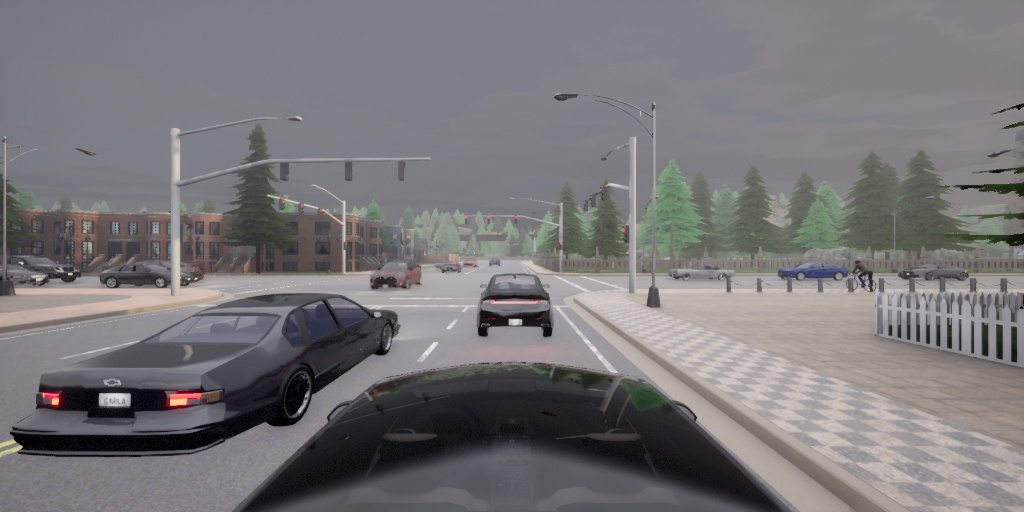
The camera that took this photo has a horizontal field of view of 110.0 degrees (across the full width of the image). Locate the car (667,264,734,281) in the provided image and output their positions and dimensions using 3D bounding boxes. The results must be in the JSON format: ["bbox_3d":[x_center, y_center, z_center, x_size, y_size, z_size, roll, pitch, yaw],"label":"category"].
[{"bbox_3d":[15.572,1.351,29.764,4.718,1.301,1.895,0,0,0],"label":"car"}]

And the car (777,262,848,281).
[{"bbox_3d":[24.864,1.228,29.750,5.008,1.535,1.882,0,0,0],"label":"car"}]

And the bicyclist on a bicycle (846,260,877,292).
[{"bbox_3d":[18.255,1.052,18.777,0.582,1.620,1.656,0,0,0],"label":"bicyclist on a bicycle"}]

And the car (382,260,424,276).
[{"bbox_3d":[-11.414,1.227,37.892,1.882,1.535,5.008,1,0,15],"label":"car"}]

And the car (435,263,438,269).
[{"bbox_3d":[-10.564,1.351,55.526,1.895,1.301,4.718,0,0,0],"label":"car"}]

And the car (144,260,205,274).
[{"bbox_3d":[-25.583,1.102,26.403,4.553,1.767,2.097,0,0,-2],"label":"car"}]

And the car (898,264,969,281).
[{"bbox_3d":[34.838,1.314,29.724,4.181,1.385,1.994,0,0,1],"label":"car"}]

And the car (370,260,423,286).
[{"bbox_3d":[-7.093,1.102,22.330,2.097,1.767,4.553,0,0,0],"label":"car"}]

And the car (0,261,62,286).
[{"bbox_3d":[-32.546,1.242,22.682,4.902,1.511,2.128,0,0,-4],"label":"car"}]

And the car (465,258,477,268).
[{"bbox_3d":[-7.038,1.101,59.992,2.097,1.767,4.553,0,0,0],"label":"car"}]

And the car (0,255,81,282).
[{"bbox_3d":[-35.162,0.971,26.009,5.566,2.045,2.150,0,0,-6],"label":"car"}]

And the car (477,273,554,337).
[{"bbox_3d":[0.084,1.242,10.296,2.128,1.511,4.902,0,0,0],"label":"car"}]

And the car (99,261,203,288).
[{"bbox_3d":[-23.181,1.255,22.918,4.892,1.490,1.837,0,0,-3],"label":"car"}]

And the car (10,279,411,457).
[{"bbox_3d":[-3.435,1.297,5.629,2.033,1.411,5.357,0,0,0],"label":"car"}]

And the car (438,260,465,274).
[{"bbox_3d":[-6.995,1.313,41.678,1.994,1.385,4.181,0,0,-2],"label":"car"}]
